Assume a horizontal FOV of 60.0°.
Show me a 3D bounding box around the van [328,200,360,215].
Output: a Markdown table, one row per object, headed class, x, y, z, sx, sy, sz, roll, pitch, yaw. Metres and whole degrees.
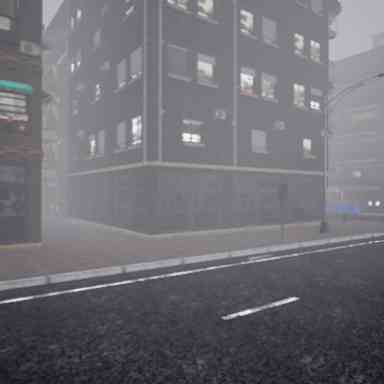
| class | x | y | z | sx | sy | sz | roll | pitch | yaw |
| --- | --- | --- | --- | --- | --- | --- | --- | --- | --- |
| van | 18.358 | 1.862 | 40.535 | 1.690 | 1.788 | 3.998 | -1 | 0 | -36 |
